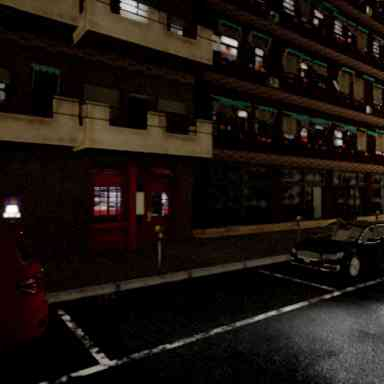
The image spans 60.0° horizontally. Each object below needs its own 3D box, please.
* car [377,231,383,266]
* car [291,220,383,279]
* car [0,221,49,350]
[{"bbox_3d":[6.768,1.612,8.203,4.718,1.301,1.895,0,0,-35],"label":"car"},{"bbox_3d":[4.799,1.561,9.982,4.403,1.369,2.008,0,0,-36],"label":"car"},{"bbox_3d":[-4.218,1.314,3.547,5.009,1.841,2.192,0,0,-36],"label":"car"}]
